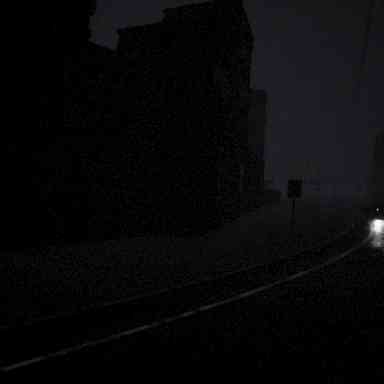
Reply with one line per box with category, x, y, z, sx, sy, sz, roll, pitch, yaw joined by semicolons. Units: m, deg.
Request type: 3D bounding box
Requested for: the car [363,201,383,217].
car;16.165;1.483;28.565;1.895;1.301;4.718;3;2;16
